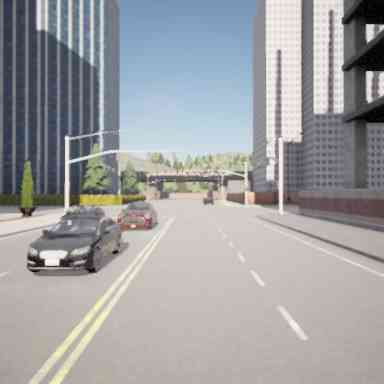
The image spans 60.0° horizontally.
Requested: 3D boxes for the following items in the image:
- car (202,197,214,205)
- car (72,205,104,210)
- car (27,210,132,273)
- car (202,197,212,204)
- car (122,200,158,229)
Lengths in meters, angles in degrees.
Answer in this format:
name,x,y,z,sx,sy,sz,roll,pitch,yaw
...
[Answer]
name,x,y,z,sx,sy,sz,roll,pitch,yaw
car,3.430,1.852,67.207,1.837,1.490,4.892,0,0,0
car,-7.027,1.609,22.000,2.128,1.511,4.902,0,0,0
car,-3.593,1.551,10.986,2.128,1.511,4.902,0,0,0
car,3.419,1.859,77.252,2.128,1.511,4.902,0,0,0
car,-3.525,1.466,22.239,2.097,1.767,4.553,0,0,0
